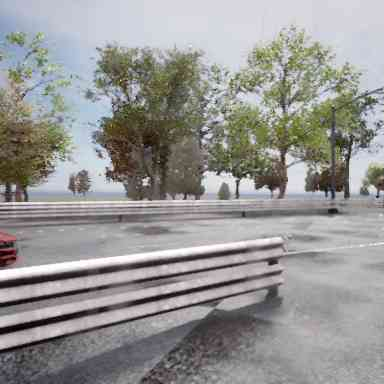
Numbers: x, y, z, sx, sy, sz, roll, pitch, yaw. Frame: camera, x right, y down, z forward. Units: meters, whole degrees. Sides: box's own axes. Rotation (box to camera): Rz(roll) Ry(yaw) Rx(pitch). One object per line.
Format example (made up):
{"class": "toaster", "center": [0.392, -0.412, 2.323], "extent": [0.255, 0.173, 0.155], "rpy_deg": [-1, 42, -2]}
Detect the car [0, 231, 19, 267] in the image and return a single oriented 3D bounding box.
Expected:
{"class": "car", "center": [-6.811, 1.250, 7.690], "extent": [5.008, 1.535, 1.882], "rpy_deg": [0, 0, -28]}
